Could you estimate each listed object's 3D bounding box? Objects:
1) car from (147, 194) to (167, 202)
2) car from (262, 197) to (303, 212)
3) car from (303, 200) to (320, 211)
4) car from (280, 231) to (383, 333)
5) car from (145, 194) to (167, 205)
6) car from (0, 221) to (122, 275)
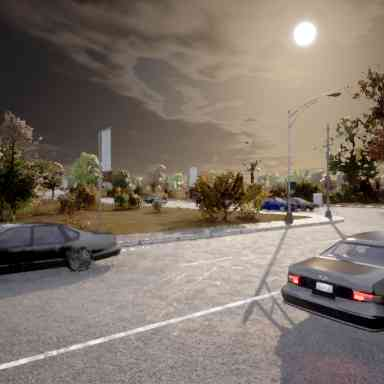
[{"bbox_3d":[-7.740,1.260,73.374,1.882,1.535,5.008,-1,0,-38],"label":"car"},{"bbox_3d":[8.935,1.318,35.832,1.882,1.535,5.008,-1,0,-40],"label":"car"},{"bbox_3d":[11.717,1.363,37.964,2.033,1.411,5.357,-1,0,-39],"label":"car"},{"bbox_3d":[4.103,1.528,6.695,5.357,1.411,2.033,0,0,-36],"label":"car"},{"bbox_3d":[-5.907,1.339,54.223,2.128,1.511,4.902,-1,0,-39],"label":"car"},{"bbox_3d":[-4.710,1.547,9.224,5.357,1.411,2.033,0,0,-36],"label":"car"}]
